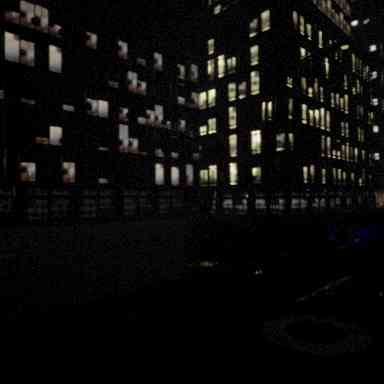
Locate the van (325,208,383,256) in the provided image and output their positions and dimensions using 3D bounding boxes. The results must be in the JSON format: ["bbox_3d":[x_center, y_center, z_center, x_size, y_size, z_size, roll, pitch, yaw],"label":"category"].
[{"bbox_3d":[7.140,1.594,14.082,1.690,1.788,3.998,-2,-2,45],"label":"van"}]
